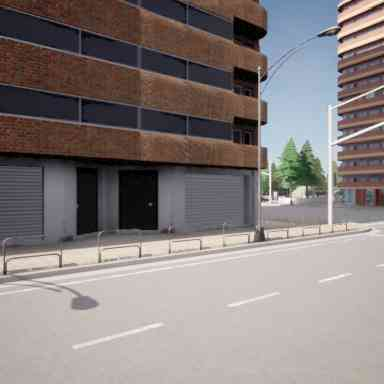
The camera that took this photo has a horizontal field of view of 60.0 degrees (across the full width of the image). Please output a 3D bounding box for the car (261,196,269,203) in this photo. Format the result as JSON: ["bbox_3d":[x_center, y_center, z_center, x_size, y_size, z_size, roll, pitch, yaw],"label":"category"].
[{"bbox_3d":[13.641,1.469,67.177,4.674,1.442,1.812,0,0,-35],"label":"car"}]
